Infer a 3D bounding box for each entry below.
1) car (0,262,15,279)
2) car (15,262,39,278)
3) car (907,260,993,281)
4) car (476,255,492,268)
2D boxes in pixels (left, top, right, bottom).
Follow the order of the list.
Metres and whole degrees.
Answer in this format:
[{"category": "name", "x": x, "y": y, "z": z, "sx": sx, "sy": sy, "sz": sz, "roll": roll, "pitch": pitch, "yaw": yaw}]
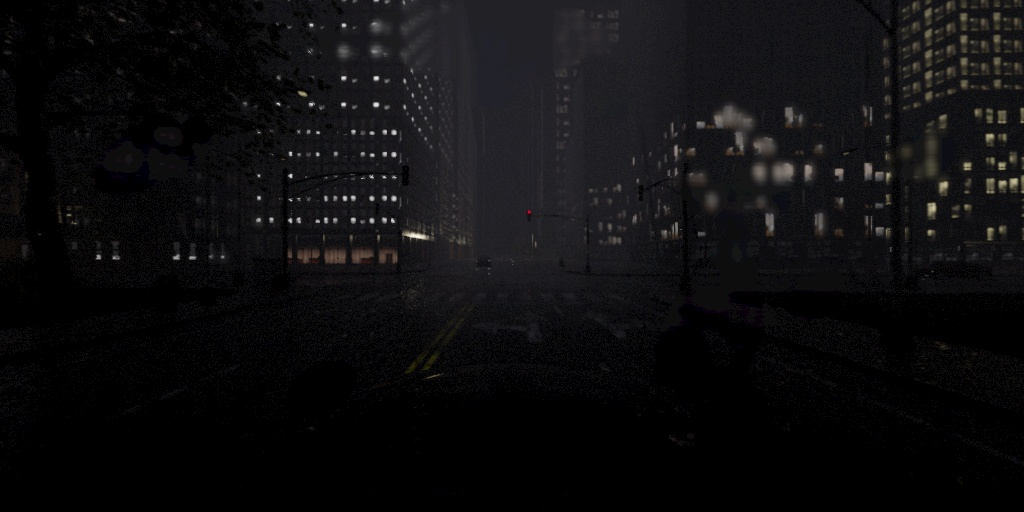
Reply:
[{"category": "car", "x": -36.320, "y": 0.959, "z": 23.459, "sx": 4.892, "sy": 1.490, "sz": 1.837, "roll": 0, "pitch": 0, "yaw": 2}, {"category": "car", "x": -36.483, "y": 1.076, "z": 26.717, "sx": 4.718, "sy": 1.301, "sz": 1.895, "roll": 0, "pitch": 0, "yaw": 2}, {"category": "car", "x": 33.612, "y": 1.087, "z": 27.634, "sx": 5.008, "sy": 1.535, "sz": 1.882, "roll": 0, "pitch": 0, "yaw": 2}, {"category": "car", "x": -3.890, "y": 0.690, "z": 50.145, "sx": 2.097, "sy": 1.767, "sz": 4.553, "roll": 0, "pitch": 0, "yaw": -1}]
